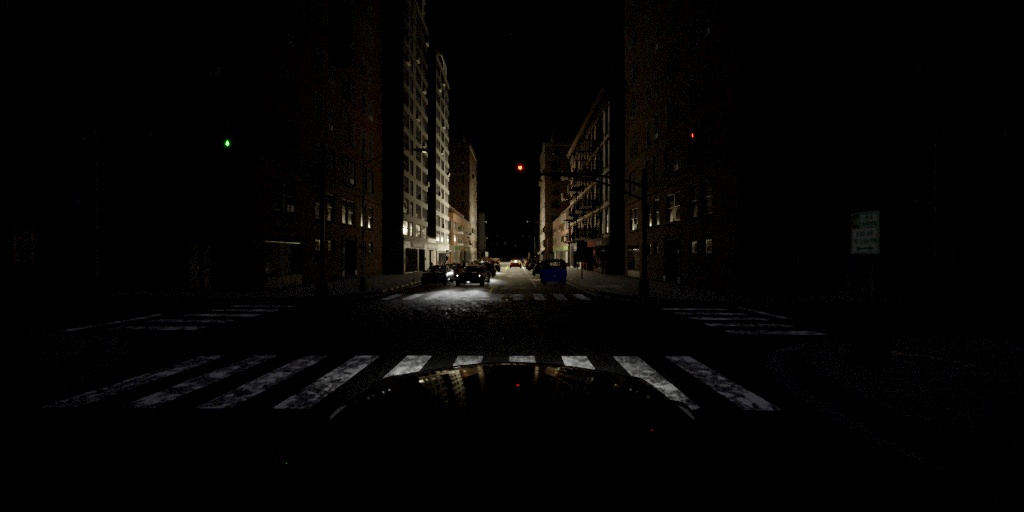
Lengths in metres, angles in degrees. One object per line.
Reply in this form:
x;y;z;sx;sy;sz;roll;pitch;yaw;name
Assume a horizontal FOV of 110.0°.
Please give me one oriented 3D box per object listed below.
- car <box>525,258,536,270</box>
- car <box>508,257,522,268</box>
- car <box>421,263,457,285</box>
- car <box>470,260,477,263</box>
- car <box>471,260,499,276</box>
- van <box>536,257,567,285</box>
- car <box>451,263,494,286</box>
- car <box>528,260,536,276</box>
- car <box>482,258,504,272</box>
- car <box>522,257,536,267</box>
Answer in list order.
3.039;1.325;48.082;1.802;1.307;4.207;0;0;1;car
0.602;1.336;59.039;1.895;1.301;4.718;0;0;1;car
-5.185;1.299;25.419;2.007;1.370;4.403;0;0;1;car
-4.987;1.269;47.977;1.751;1.417;4.829;0;0;1;car
-2.558;1.348;35.139;1.895;1.301;4.718;0;0;0;car
2.840;1.089;25.358;1.690;1.789;3.998;0;0;1;van
-2.658;1.349;25.127;1.895;1.301;4.718;0;0;4;car
2.939;1.329;36.720;1.802;1.307;4.207;0;0;1;car
-2.464;1.309;45.193;1.994;1.385;4.181;0;0;1;car
3.089;1.054;53.764;2.192;1.841;5.009;0;0;1;car
